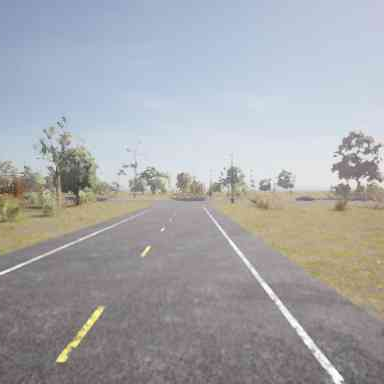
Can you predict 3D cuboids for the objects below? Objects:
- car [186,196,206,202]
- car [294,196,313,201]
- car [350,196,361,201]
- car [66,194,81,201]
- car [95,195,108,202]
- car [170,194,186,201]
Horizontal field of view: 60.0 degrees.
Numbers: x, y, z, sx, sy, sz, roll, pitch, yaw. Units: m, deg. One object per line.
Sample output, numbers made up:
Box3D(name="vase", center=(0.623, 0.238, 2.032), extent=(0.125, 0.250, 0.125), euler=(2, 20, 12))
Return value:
Box3D(name="car", center=(1.241, 1.569, 76.058), extent=(4.181, 1.385, 1.994), euler=(0, 0, -2))
Box3D(name="car", center=(28.059, 1.614, 83.833), extent=(4.674, 1.442, 1.812), euler=(0, 0, -2))
Box3D(name="car", center=(41.488, 1.656, 84.225), extent=(4.674, 1.442, 1.812), euler=(0, 0, -2))
Box3D(name="car", center=(-28.882, 1.344, 82.238), extent=(5.008, 1.535, 1.882), euler=(0, 0, -2))
Box3D(name="car", center=(-21.150, 1.468, 75.467), extent=(4.181, 1.385, 1.994), euler=(0, 0, -2))
Box3D(name="car", center=(-3.263, 1.340, 82.965), extent=(4.553, 1.767, 2.097), euler=(0, 0, -1))
